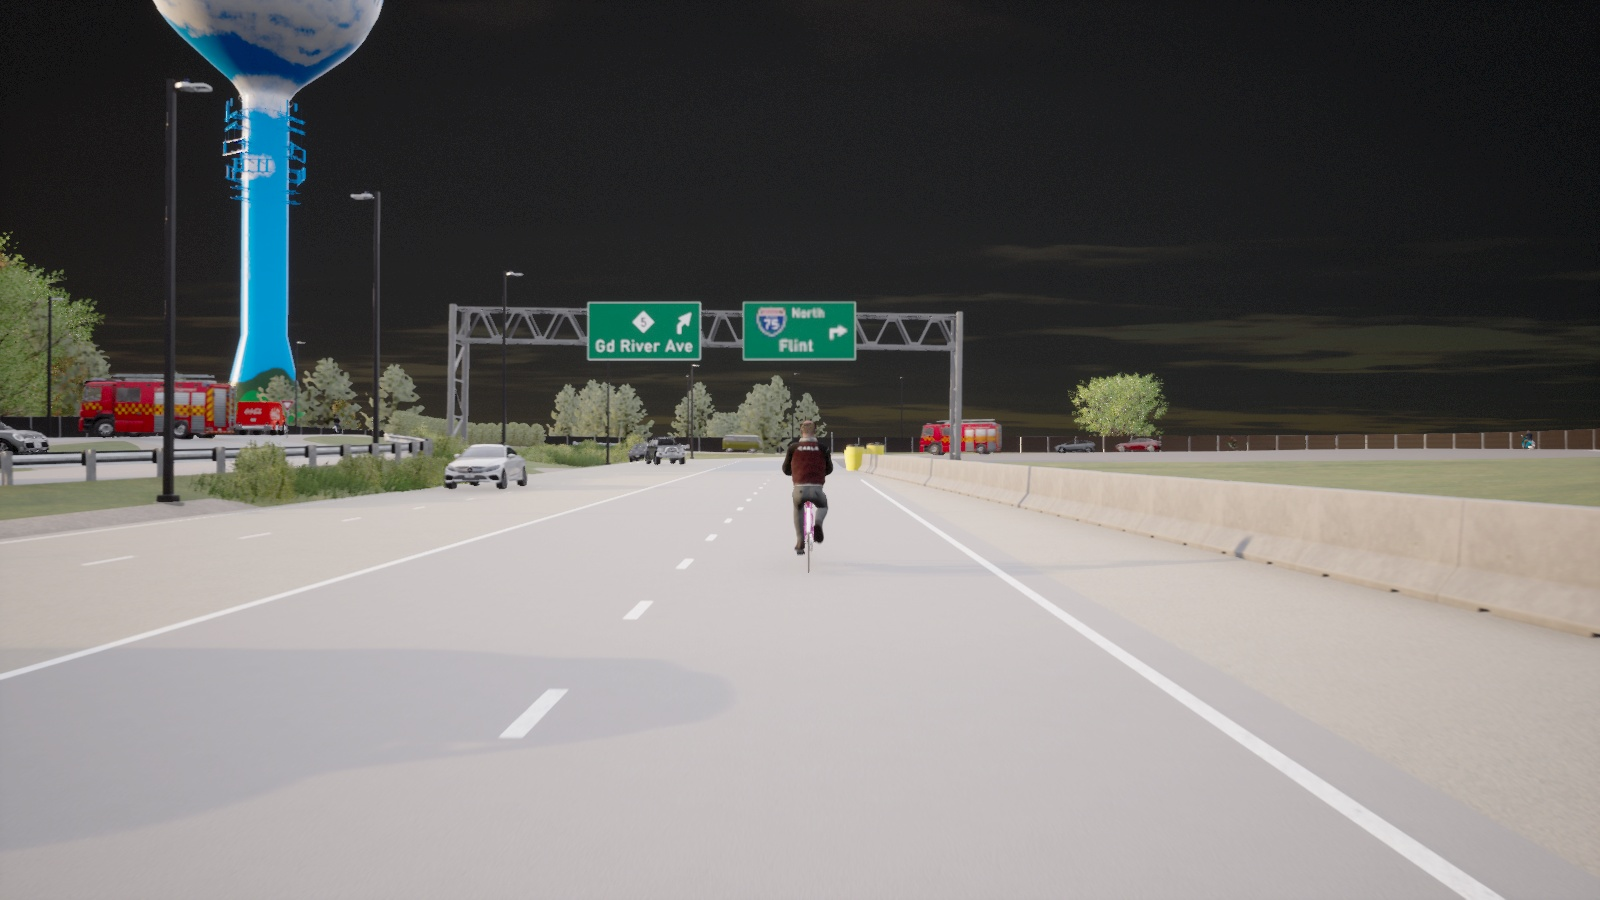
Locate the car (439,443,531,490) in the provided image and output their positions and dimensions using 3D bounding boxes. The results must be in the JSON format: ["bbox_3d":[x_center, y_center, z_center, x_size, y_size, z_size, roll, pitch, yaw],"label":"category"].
[{"bbox_3d":[-10.251,0.510,41.202,1.812,1.442,4.674,0,0,0],"label":"car"}]

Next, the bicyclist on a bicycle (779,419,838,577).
[{"bbox_3d":[0.101,0.533,15.054,0.659,1.776,1.843,0,1,0],"label":"bicyclist on a bicycle"}]

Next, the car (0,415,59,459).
[{"bbox_3d":[-28.478,-0.449,43.982,3.806,1.475,1.970,-1,3,1],"label":"car"}]

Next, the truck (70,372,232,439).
[{"bbox_3d":[-38.841,-2.658,75.247,8.468,3.827,2.891,1,1,8],"label":"truck"}]

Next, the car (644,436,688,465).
[{"bbox_3d":[-8.740,0.026,81.656,1.932,1.855,4.605,0,0,-17],"label":"car"}]
